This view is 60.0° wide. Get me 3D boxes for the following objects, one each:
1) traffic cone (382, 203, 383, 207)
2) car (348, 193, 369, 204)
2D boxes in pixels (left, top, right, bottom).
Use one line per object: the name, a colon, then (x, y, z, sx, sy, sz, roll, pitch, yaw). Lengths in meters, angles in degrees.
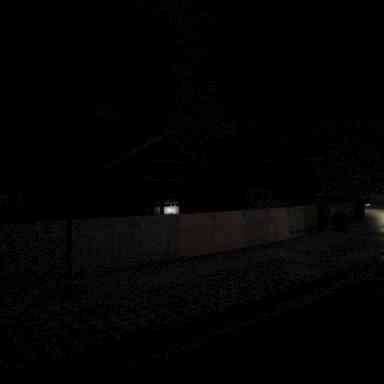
traffic cone: (27.773, 1.896, 48.264, 0.340, 0.580, 0.340, 0, 0, 13)
car: (31.103, 1.140, 62.408, 2.150, 2.045, 5.566, 0, 0, 5)
